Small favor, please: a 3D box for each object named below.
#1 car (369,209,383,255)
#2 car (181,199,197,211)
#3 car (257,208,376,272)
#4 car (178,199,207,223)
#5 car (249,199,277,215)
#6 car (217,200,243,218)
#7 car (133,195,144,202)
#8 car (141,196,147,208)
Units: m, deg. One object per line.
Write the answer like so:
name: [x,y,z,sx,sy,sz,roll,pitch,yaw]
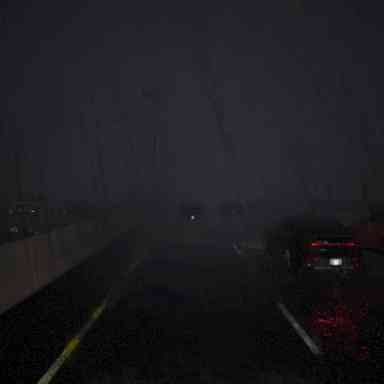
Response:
car: [7.099,1.341,11.416,2.097,1.767,4.553,0,0,0]
car: [-0.419,1.560,41.563,1.895,1.301,4.718,0,0,-1]
car: [3.600,1.495,10.736,1.837,1.490,4.892,0,0,0]
car: [0.020,1.479,24.894,1.837,1.490,4.892,0,0,-1]
car: [6.840,1.461,32.145,2.128,1.511,4.902,0,0,-2]
car: [3.396,1.462,30.121,2.128,1.511,4.902,0,0,-1]
car: [-11.779,1.478,73.623,1.994,1.385,4.181,0,0,-1]
car: [-7.764,1.305,48.200,2.097,1.767,4.553,0,0,-1]
